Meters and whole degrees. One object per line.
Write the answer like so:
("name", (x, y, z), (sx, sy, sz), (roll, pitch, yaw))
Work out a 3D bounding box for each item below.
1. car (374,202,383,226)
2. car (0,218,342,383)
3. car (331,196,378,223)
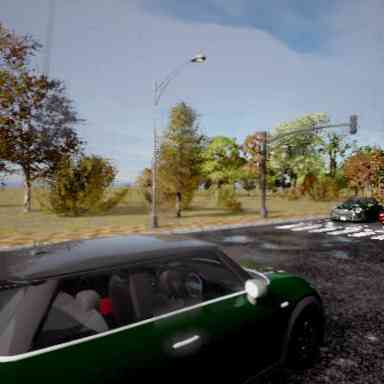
("car", (13.410, 1.463, 20.650), (4.718, 1.301, 1.895), (0, 1, -41))
("car", (-0.323, 1.282, 3.846), (4.553, 1.767, 2.097), (0, 1, -43))
("car", (11.705, 1.154, 23.465), (4.553, 1.767, 2.097), (0, 1, -41))
